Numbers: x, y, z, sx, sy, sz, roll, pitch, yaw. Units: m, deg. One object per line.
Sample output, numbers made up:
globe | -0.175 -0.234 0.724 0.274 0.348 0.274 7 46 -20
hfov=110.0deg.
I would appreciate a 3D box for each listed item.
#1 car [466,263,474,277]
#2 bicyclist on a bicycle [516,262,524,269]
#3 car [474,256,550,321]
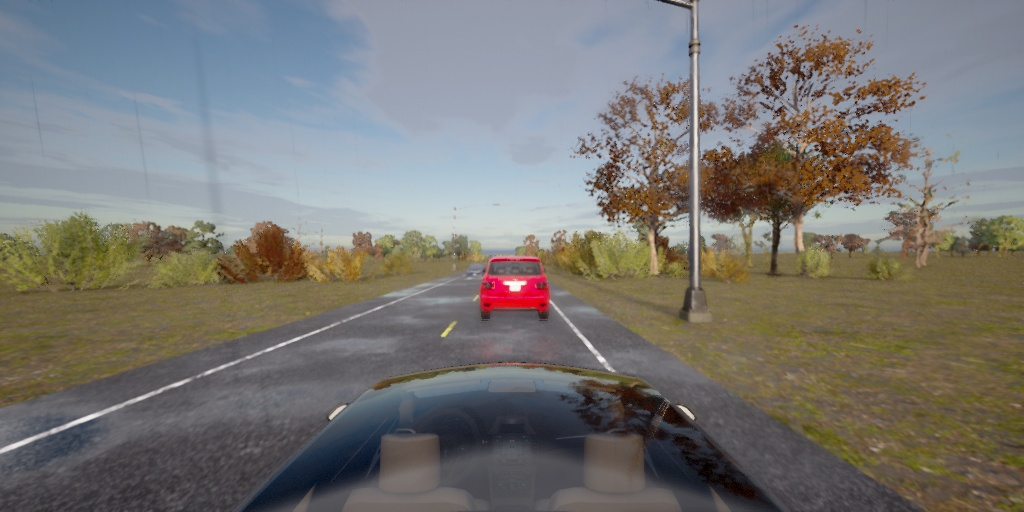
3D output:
car | -3.671 1.464 37.715 2.033 1.411 5.357 0 0 -1
bicyclist on a bicycle | 0.899 1.279 36.136 0.659 1.776 1.843 0 0 0
car | 0.087 1.023 12.903 2.150 2.045 5.566 0 0 0
